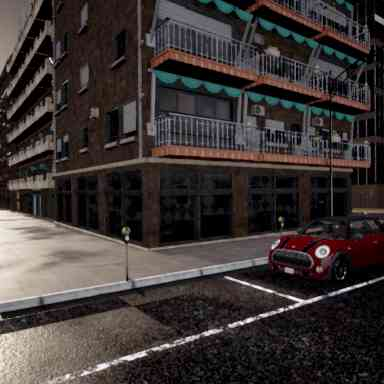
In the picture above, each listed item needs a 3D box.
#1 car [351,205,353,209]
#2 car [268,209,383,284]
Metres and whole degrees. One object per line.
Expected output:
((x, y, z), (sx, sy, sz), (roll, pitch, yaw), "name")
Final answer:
((17.739, 1.739, 41.600), (1.967, 1.590, 4.097), (-2, 0, -36), "car")
((4.047, 1.437, 9.476), (4.097, 1.590, 1.967), (0, -1, -36), "car")
